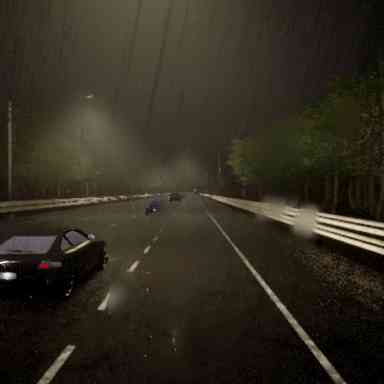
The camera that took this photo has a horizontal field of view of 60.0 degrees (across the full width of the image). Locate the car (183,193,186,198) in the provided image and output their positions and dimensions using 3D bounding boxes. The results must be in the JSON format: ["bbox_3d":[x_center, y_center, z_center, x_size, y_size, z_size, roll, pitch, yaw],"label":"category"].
[{"bbox_3d":[-3.512,1.377,95.181,1.882,1.535,5.008,0,0,0],"label":"car"}]

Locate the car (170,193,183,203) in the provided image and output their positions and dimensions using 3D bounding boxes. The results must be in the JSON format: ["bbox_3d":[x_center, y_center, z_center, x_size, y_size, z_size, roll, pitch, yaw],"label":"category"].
[{"bbox_3d":[-3.509,1.148,69.524,2.150,2.045,5.566,0,0,0],"label":"car"}]

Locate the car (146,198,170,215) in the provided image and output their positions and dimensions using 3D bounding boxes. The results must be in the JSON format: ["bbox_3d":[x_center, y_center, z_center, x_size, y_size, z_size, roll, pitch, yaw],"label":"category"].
[{"bbox_3d":[-3.503,1.510,33.472,1.812,1.442,4.674,0,0,0],"label":"car"}]

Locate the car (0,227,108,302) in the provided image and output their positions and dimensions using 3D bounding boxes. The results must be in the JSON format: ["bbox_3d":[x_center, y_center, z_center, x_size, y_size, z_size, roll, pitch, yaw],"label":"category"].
[{"bbox_3d":[-3.503,1.566,8.337,1.994,1.385,4.181,0,0,0],"label":"car"}]
